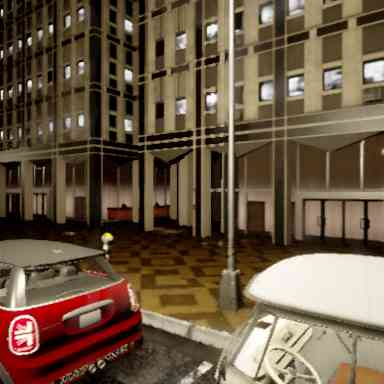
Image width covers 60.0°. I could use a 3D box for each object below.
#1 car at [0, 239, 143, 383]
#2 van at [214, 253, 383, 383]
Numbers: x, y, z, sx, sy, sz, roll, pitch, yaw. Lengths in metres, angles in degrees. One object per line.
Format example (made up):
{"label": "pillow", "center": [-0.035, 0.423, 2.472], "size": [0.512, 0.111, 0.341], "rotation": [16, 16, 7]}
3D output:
{"label": "car", "center": [-2.704, 1.410, 4.808], "size": [4.097, 1.590, 1.967], "rotation": [0, 0, 36]}
{"label": "van", "center": [1.929, 1.346, 1.502], "size": [3.998, 1.788, 1.690], "rotation": [0, 0, 36]}
